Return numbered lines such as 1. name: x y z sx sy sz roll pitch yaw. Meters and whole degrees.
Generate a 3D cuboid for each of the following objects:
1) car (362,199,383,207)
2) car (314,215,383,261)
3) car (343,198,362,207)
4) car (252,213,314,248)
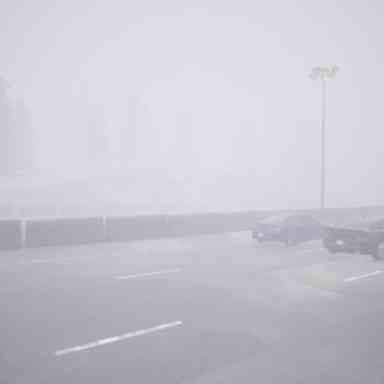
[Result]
1. car: 30.958 1.842 55.749 4.181 1.385 1.994 0 0 -35
2. car: 7.293 1.660 13.236 5.008 1.535 1.882 0 0 -35
3. car: 28.919 1.832 58.572 5.357 1.411 2.033 0 0 -35
4. car: 4.896 1.710 15.833 4.674 1.442 1.812 0 0 -35
